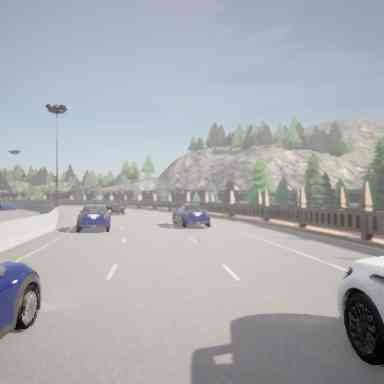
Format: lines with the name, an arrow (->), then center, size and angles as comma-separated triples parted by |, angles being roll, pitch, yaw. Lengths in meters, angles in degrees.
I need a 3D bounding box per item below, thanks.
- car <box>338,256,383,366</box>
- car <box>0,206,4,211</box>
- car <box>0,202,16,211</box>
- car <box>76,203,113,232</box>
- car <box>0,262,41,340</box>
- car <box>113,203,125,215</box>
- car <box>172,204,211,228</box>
car -> 3.441, 1.251, 2.820 | 2.150, 2.045, 5.566 | 0, -1, -3
car -> -13.359, 1.811, 20.181 | 1.837, 1.490, 4.892 | 0, -1, -14
car -> -31.380, 2.423, 56.589 | 1.882, 1.535, 5.008 | 0, -1, -38
car -> -6.712, 1.675, 23.016 | 2.097, 1.767, 4.553 | 0, -1, -14
car -> -3.697, 1.412, 4.185 | 2.097, 1.767, 4.553 | 0, -1, -3
car -> -9.734, 2.093, 41.751 | 2.128, 1.511, 4.902 | 0, -1, -25
car -> -0.135, 1.687, 25.513 | 2.097, 1.767, 4.553 | 0, -1, -14
